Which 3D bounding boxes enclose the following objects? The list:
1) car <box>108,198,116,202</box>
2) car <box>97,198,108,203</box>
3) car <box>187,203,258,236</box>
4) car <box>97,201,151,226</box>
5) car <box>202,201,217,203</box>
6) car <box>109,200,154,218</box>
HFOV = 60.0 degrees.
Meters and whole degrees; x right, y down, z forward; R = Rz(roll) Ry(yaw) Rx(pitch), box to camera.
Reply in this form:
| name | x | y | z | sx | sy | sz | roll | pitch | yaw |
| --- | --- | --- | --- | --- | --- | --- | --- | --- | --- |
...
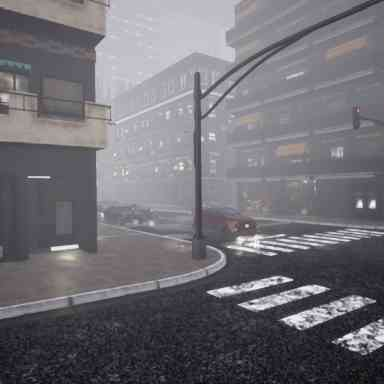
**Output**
| name | x | y | z | sx | sy | sz | roll | pitch | yaw |
| --- | --- | --- | --- | --- | --- | --- | --- | --- | --- |
| car | -11.891 | 1.518 | 47.264 | 1.887 | 1.381 | 4.507 | -1 | 1 | -36 |
| car | -11.571 | 1.547 | 37.630 | 1.837 | 1.490 | 4.892 | -1 | 0 | -36 |
| car | 1.780 | 1.593 | 19.075 | 1.994 | 1.385 | 4.181 | -1 | 0 | -34 |
| car | -5.140 | 1.631 | 24.571 | 1.947 | 1.339 | 4.313 | -1 | 1 | -36 |
| car | 1.234 | 1.512 | 29.204 | 2.008 | 1.369 | 4.403 | -1 | 1 | -36 |
| car | -5.152 | 1.636 | 28.785 | 1.895 | 1.301 | 4.718 | -1 | 0 | -36 |
